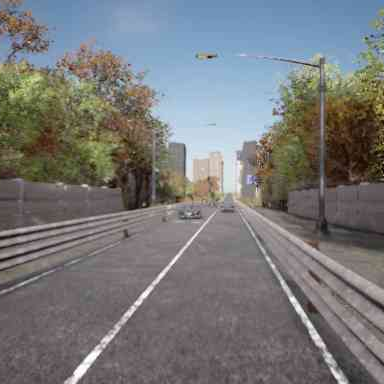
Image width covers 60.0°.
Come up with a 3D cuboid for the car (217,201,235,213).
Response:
[{"bbox_3d":[4.904,2.003,45.927,2.128,1.511,4.902,0,-1,6],"label":"car"}]

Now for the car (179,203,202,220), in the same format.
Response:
[{"bbox_3d":[-0.081,1.791,31.504,1.837,1.490,4.892,0,-1,7],"label":"car"}]

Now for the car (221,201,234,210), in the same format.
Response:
[{"bbox_3d":[6.051,2.253,56.140,2.033,1.411,5.357,0,-1,6],"label":"car"}]

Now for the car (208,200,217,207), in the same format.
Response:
[{"bbox_3d":[4.526,2.488,71.678,1.837,1.490,4.892,0,-1,6],"label":"car"}]
